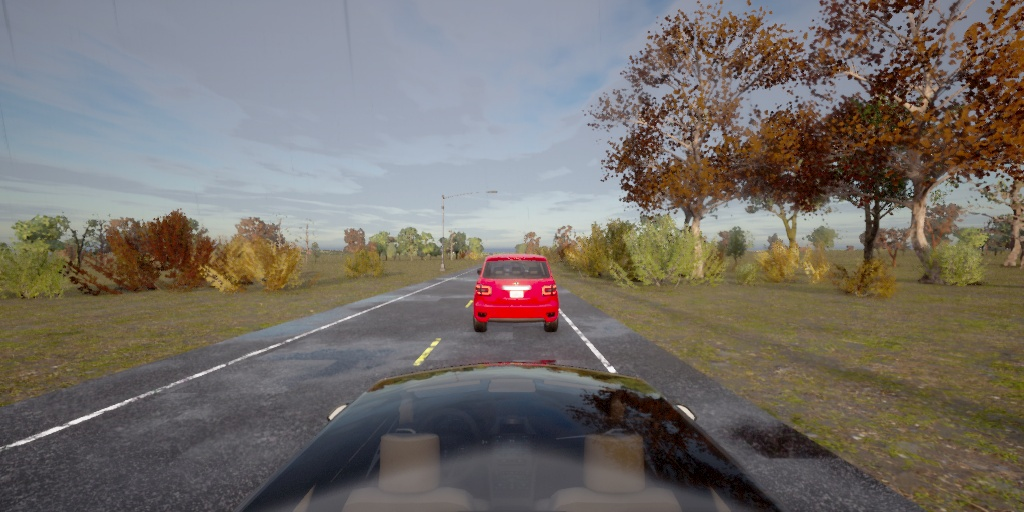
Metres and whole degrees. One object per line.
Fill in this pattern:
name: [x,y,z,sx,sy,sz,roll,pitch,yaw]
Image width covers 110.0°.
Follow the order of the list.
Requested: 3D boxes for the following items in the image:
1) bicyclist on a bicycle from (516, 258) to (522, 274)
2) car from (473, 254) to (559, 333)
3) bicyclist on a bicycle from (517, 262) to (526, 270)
bicyclist on a bicycle: [0.803,1.103,40.117,0.659,1.776,1.843,0,0,0]
car: [0.083,0.967,10.925,2.150,2.045,5.566,0,0,-1]
bicyclist on a bicycle: [0.874,1.107,30.104,0.659,1.776,1.843,0,0,0]
